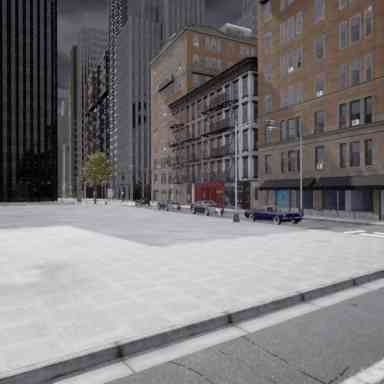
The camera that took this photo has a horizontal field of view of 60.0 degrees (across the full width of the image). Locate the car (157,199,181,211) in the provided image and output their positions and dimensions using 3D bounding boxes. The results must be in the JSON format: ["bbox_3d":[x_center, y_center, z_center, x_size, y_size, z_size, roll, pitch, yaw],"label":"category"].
[{"bbox_3d":[-3.055,1.689,43.332,2.128,1.511,4.902,0,0,-26],"label":"car"}]

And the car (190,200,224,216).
[{"bbox_3d":[1.493,1.630,34.087,2.128,1.511,4.902,0,0,-26],"label":"car"}]

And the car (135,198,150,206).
[{"bbox_3d":[-9.240,1.815,61.931,1.837,1.490,4.892,0,0,-27],"label":"car"}]

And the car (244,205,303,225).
[{"bbox_3d":[6.006,1.686,24.944,1.895,1.301,4.718,0,0,-26],"label":"car"}]
